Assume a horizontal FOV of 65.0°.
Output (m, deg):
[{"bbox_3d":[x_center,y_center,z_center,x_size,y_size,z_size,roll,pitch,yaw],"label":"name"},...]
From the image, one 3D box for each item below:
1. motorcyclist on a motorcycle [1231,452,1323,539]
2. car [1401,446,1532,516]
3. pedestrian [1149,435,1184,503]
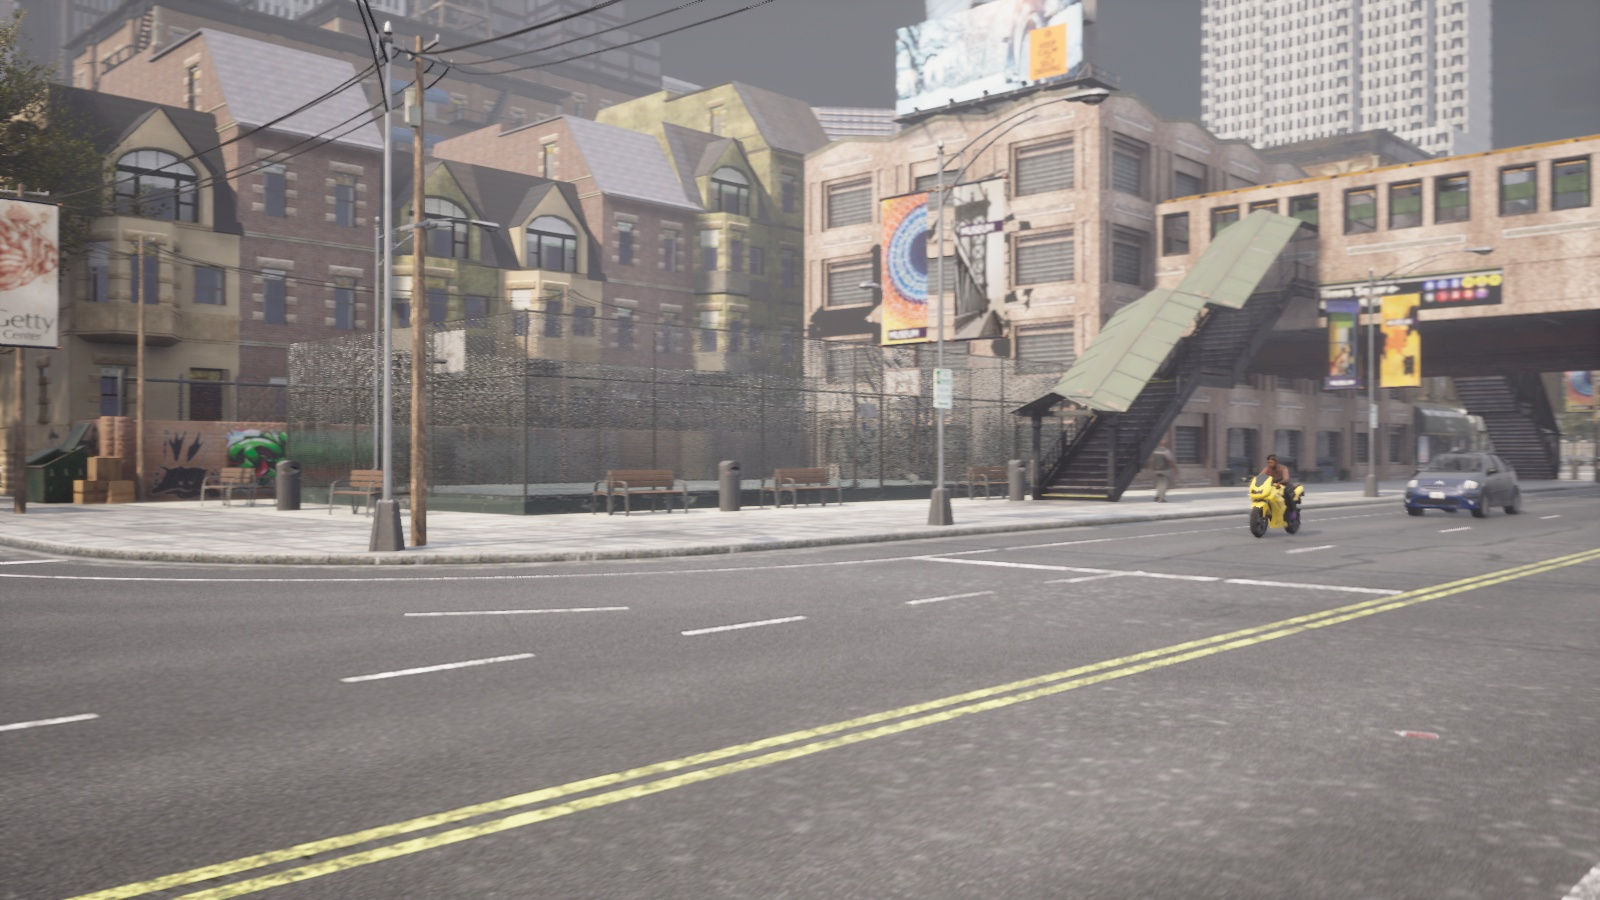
[{"bbox_3d":[8.747,0.800,22.999,2.044,1.523,0.797,0,0,-45],"label":"motorcyclist on a motorcycle"},{"bbox_3d":[16.604,0.724,31.205,1.851,1.617,3.988,0,0,44],"label":"car"},{"bbox_3d":[10.291,0.524,35.255,0.849,1.883,0.563,0,0,-40],"label":"pedestrian"}]
